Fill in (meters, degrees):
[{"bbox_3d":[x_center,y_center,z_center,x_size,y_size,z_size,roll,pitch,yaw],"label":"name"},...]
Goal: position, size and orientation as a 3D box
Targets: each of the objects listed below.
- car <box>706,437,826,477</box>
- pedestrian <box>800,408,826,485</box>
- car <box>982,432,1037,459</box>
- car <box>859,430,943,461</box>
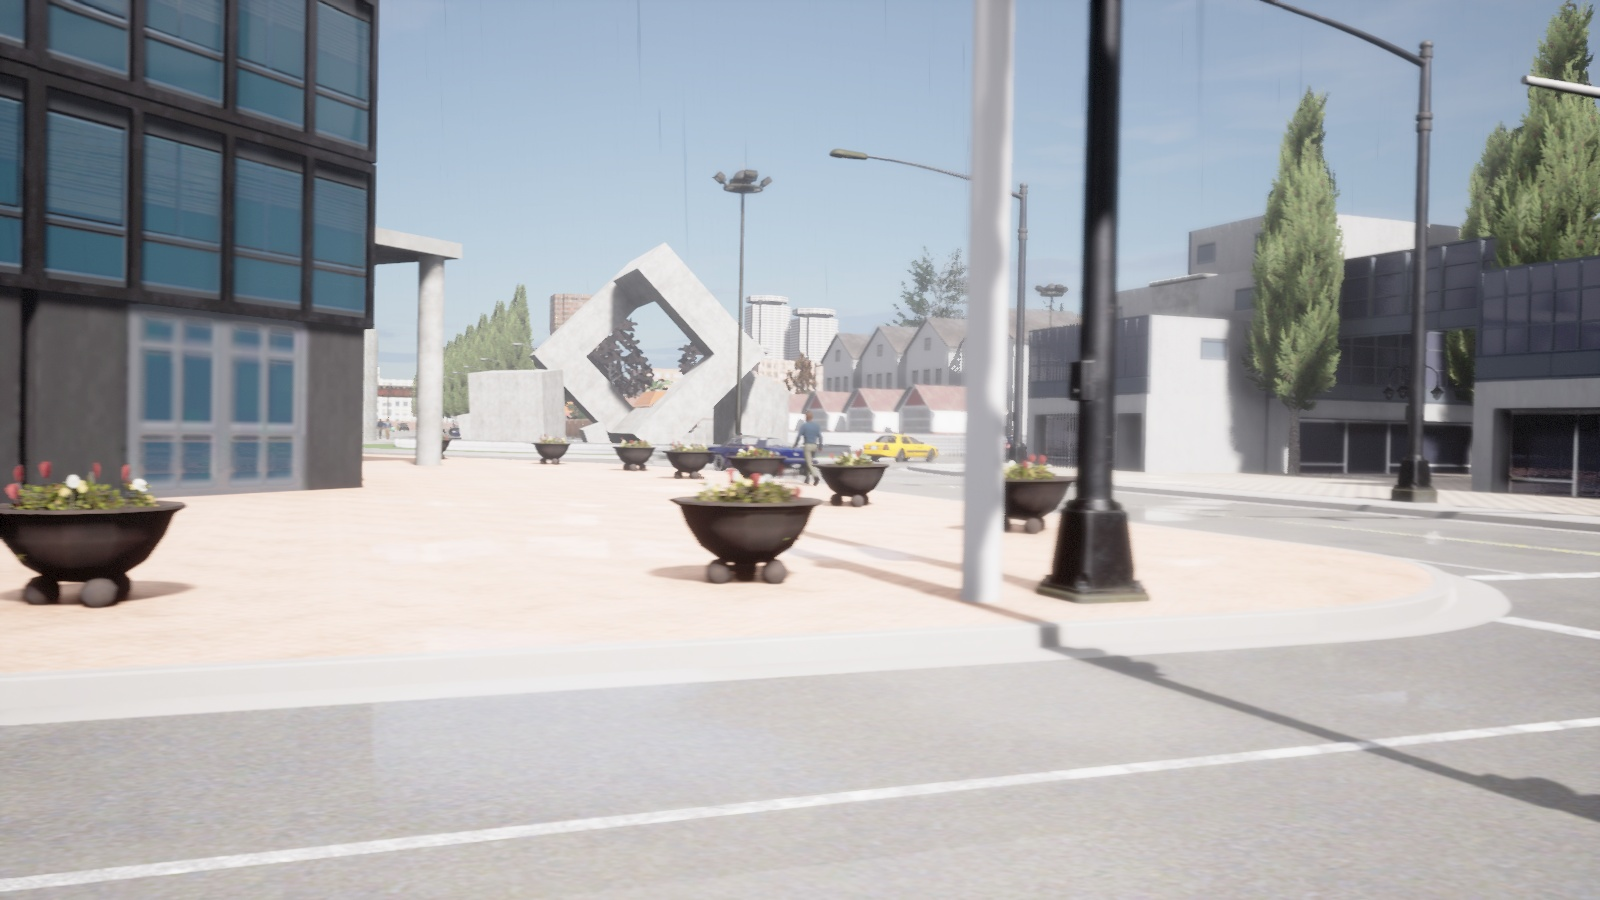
[{"bbox_3d":[-1.246,0.197,43.305,1.895,1.301,4.718,-1,1,-34],"label":"car"},{"bbox_3d":[0.315,-0.088,30.362,0.370,1.835,0.726,0,1,-24],"label":"pedestrian"},{"bbox_3d":[11.775,-0.263,70.564,1.845,1.501,3.633,0,1,31],"label":"car"},{"bbox_3d":[5.408,-0.280,66.624,1.801,1.575,5.366,0,1,38],"label":"car"}]
